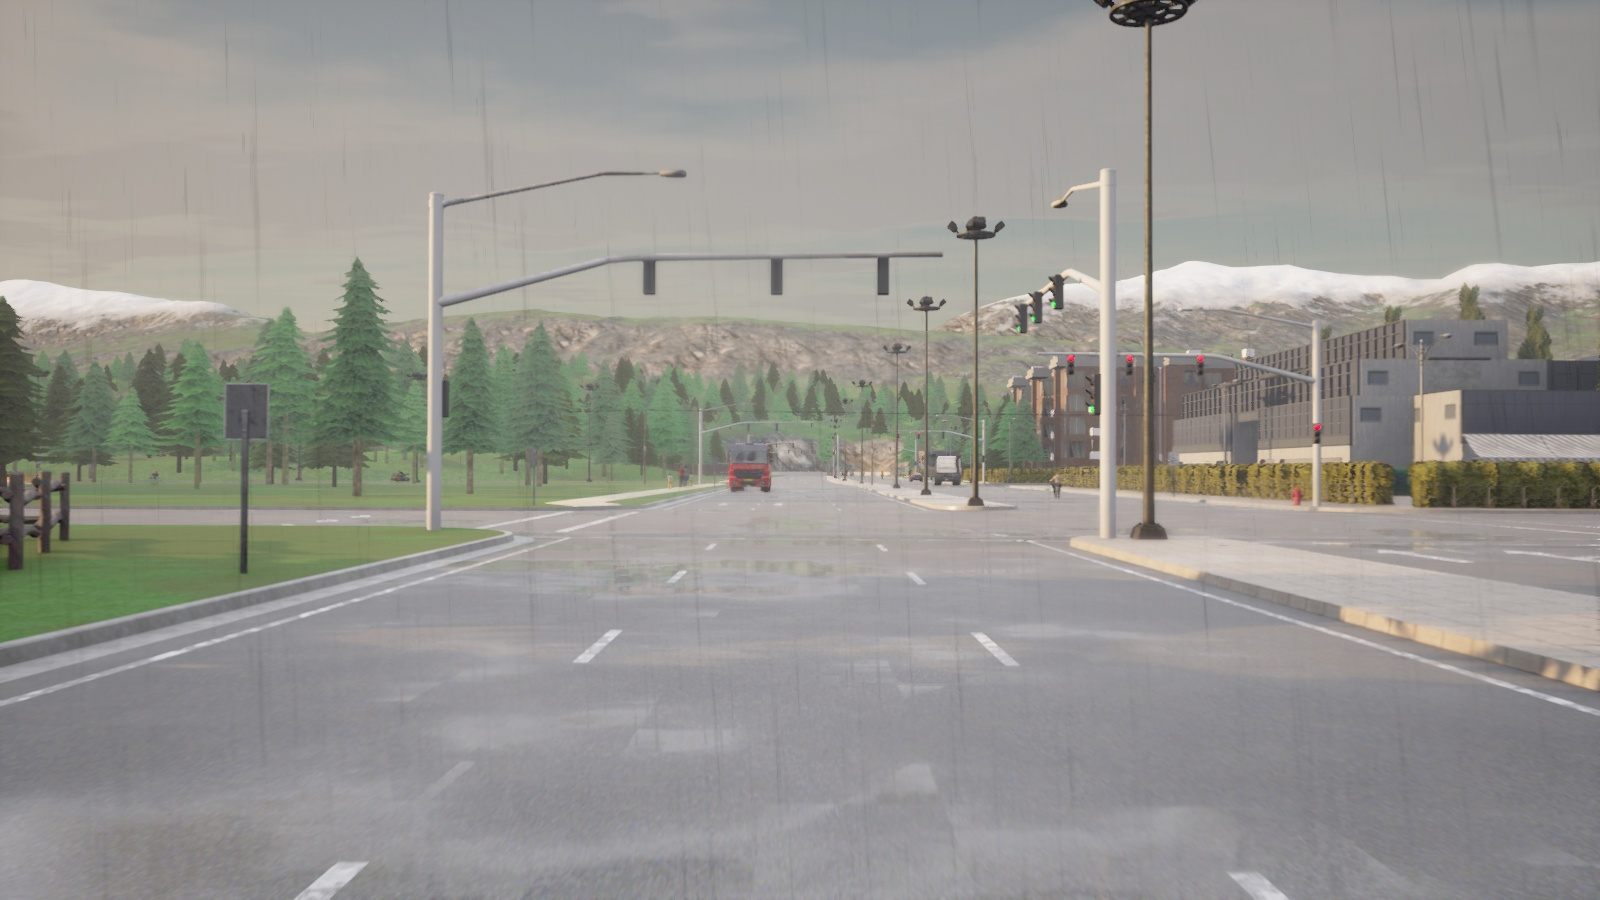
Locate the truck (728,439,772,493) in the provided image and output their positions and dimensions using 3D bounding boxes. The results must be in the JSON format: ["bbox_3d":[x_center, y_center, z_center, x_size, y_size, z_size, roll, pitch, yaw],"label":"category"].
[{"bbox_3d":[-3.640,1.234,93.777,2.891,3.827,8.468,0,-1,0],"label":"truck"}]
